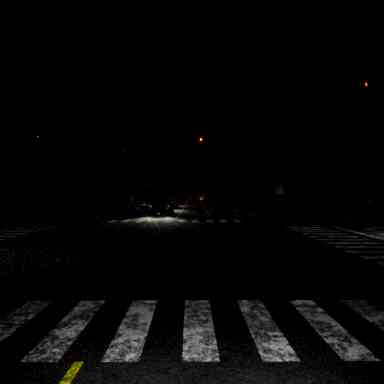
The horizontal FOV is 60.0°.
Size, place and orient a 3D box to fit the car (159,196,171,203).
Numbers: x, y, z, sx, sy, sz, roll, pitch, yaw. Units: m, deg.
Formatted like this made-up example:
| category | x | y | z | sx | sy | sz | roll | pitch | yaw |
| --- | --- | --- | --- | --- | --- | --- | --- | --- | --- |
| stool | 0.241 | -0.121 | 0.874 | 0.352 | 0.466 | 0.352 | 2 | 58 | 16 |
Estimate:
| category | x | y | z | sx | sy | sz | roll | pitch | yaw |
| --- | --- | --- | --- | --- | --- | --- | --- | --- | --- |
| car | -5.439 | 1.566 | 67.478 | 1.947 | 1.339 | 4.313 | 0 | 0 | 0 |

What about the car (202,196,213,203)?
| category | x | y | z | sx | sy | sz | roll | pitch | yaw |
| --- | --- | --- | --- | --- | --- | --- | --- | --- | --- |
| car | 3.087 | 1.551 | 67.433 | 2.008 | 1.369 | 4.403 | 0 | 0 | 0 |

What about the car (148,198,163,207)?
| category | x | y | z | sx | sy | sz | roll | pitch | yaw |
| --- | --- | --- | --- | --- | --- | --- | --- | --- | --- |
| car | -5.546 | 1.584 | 50.474 | 1.802 | 1.307 | 4.206 | 0 | 0 | 0 |

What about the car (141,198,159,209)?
| category | x | y | z | sx | sy | sz | roll | pitch | yaw |
| --- | --- | --- | --- | --- | --- | --- | --- | --- | --- |
| car | -5.582 | 1.568 | 44.806 | 1.947 | 1.339 | 4.313 | 0 | 0 | 0 |

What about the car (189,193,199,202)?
| category | x | y | z | sx | sy | sz | roll | pitch | yaw |
| --- | --- | --- | --- | --- | --- | --- | --- | --- | --- |
| car | 0.459 | 1.186 | 73.800 | 2.097 | 1.767 | 4.553 | 0 | 0 | 0 |

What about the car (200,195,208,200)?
| category | x | y | z | sx | sy | sz | roll | pitch | yaw |
| --- | --- | --- | --- | --- | --- | --- | --- | --- | --- |
| car | 3.230 | 1.557 | 90.110 | 1.947 | 1.339 | 4.313 | 0 | 0 | 0 |

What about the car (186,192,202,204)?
| category | x | y | z | sx | sy | sz | roll | pitch | yaw |
| --- | --- | --- | --- | --- | --- | --- | --- | --- | --- |
| car | 0.395 | 1.223 | 63.440 | 2.150 | 2.045 | 5.566 | 0 | 0 | 0 |

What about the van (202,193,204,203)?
| category | x | y | z | sx | sy | sz | roll | pitch | yaw |
| --- | --- | --- | --- | --- | --- | --- | --- | --- | --- |
| van | 3.015 | 1.343 | 56.094 | 1.690 | 1.788 | 3.998 | 0 | 0 | 0 |

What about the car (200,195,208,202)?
| category | x | y | z | sx | sy | sz | roll | pitch | yaw |
| --- | --- | --- | --- | --- | --- | --- | --- | --- | --- |
| car | 2.846 | 1.453 | 79.604 | 1.801 | 1.575 | 5.366 | 0 | 0 | 0 |

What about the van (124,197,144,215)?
| category | x | y | z | sx | sy | sz | roll | pitch | yaw |
| --- | --- | --- | --- | --- | --- | --- | --- | --- | --- |
| van | -5.653 | 1.343 | 33.469 | 1.690 | 1.788 | 3.998 | 0 | 0 | 0 |

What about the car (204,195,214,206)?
| category | x | y | z | sx | sy | sz | roll | pitch | yaw |
| --- | --- | --- | --- | --- | --- | --- | --- | --- | --- |
| car | 2.944 | 1.443 | 44.756 | 1.967 | 1.590 | 4.097 | 0 | 0 | 0 |

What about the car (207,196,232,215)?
| category | x | y | z | sx | sy | sz | roll | pitch | yaw |
| --- | --- | --- | --- | --- | --- | --- | --- | --- | --- |
| car | 2.872 | 1.442 | 33.418 | 1.967 | 1.590 | 4.097 | 0 | 0 | 0 |

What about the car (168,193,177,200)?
| category | x | y | z | sx | sy | sz | roll | pitch | yaw |
| --- | --- | --- | --- | --- | --- | --- | --- | --- | --- |
| car | -5.296 | 1.306 | 90.151 | 2.192 | 1.841 | 5.009 | 0 | 0 | 0 |

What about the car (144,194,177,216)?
| category | x | y | z | sx | sy | sz | roll | pitch | yaw |
| --- | --- | --- | --- | --- | --- | --- | --- | --- | --- |
| car | -2.943 | 1.353 | 32.168 | 2.097 | 1.767 | 4.553 | 0 | 0 | 2 |

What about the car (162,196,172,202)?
| category | x | y | z | sx | sy | sz | roll | pitch | yaw |
| --- | --- | --- | --- | --- | --- | --- | --- | --- | --- |
| car | -5.403 | 1.543 | 73.146 | 1.887 | 1.381 | 4.507 | 0 | 0 | 0 |

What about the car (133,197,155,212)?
| category | x | y | z | sx | sy | sz | roll | pitch | yaw |
| --- | --- | --- | --- | --- | --- | --- | --- | --- | --- |
| car | -5.617 | 1.442 | 39.137 | 1.967 | 1.590 | 4.097 | 0 | 0 | 0 |

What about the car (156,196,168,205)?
| category | x | y | z | sx | sy | sz | roll | pitch | yaw |
| --- | --- | --- | --- | --- | --- | --- | --- | --- | --- |
| car | -5.476 | 1.527 | 61.640 | 1.752 | 1.417 | 4.829 | 0 | 0 | 0 |

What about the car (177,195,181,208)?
| category | x | y | z | sx | sy | sz | roll | pitch | yaw |
| --- | --- | --- | --- | --- | --- | --- | --- | --- | --- |
| car | -2.826 | 1.480 | 44.064 | 1.882 | 1.535 | 5.008 | 0 | 0 | 0 |

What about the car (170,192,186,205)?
| category | x | y | z | sx | sy | sz | roll | pitch | yaw |
| --- | --- | --- | --- | --- | --- | --- | --- | --- | --- |
| car | -2.716 | 1.218 | 58.356 | 2.150 | 2.045 | 5.566 | 0 | 1 | 1 |

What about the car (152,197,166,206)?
| category | x | y | z | sx | sy | sz | roll | pitch | yaw |
| --- | --- | --- | --- | --- | --- | --- | --- | --- | --- |
| car | -5.510 | 1.568 | 56.142 | 1.947 | 1.339 | 4.313 | 0 | 0 | 0 |
